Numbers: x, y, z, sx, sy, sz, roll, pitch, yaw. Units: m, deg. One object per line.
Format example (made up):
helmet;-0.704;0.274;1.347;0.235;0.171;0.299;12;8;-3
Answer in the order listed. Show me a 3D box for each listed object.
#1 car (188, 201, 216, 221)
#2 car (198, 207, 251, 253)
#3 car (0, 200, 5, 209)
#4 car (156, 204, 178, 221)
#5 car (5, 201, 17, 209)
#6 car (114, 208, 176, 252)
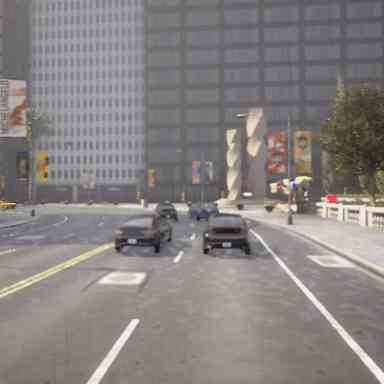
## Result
car;1.008;1.636;30.479;2.097;1.767;4.553;0;-1;-12
car;1.450;1.637;14.270;1.837;1.490;4.892;0;0;5
car;-33.876;2.179;54.411;4.902;1.511;2.128;-1;-1;15
car;-2.473;1.806;30.002;1.837;1.490;4.892;0;0;-12
car;-32.837;2.191;57.746;5.008;1.535;1.882;-1;-1;16
car;-2.030;1.676;14.654;1.812;1.442;4.674;0;0;5
